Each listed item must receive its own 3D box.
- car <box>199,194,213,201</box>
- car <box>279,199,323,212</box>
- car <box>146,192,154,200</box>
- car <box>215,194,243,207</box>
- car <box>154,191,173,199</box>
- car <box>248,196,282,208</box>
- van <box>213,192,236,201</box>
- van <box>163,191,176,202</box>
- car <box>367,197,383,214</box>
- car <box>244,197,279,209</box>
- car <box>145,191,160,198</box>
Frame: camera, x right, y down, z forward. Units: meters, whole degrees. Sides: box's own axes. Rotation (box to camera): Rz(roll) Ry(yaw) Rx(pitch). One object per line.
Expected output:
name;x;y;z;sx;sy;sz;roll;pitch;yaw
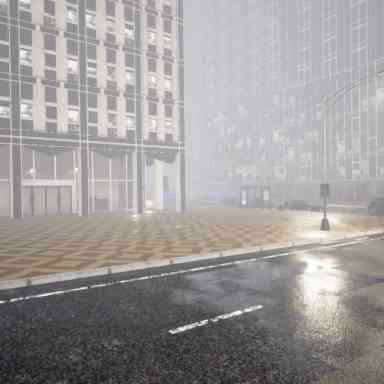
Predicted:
car;2.958;1.041;64.413;1.802;1.307;4.206;-1;1;-34
car;12.038;1.422;36.174;1.947;1.339;4.313;-1;1;-34
car;-10.387;1.038;69.036;2.008;1.369;4.403;0;1;-34
car;5.662;1.318;45.587;1.947;1.339;4.313;-1;1;-34
car;-6.699;0.613;78.462;2.192;1.841;5.009;0;1;-34
car;9.731;1.303;44.323;1.994;1.385;4.181;-1;1;-34
van;6.176;0.853;59.725;1.690;1.788;3.998;-1;1;-34
van;-3.949;0.936;59.666;1.690;1.788;3.998;0;1;-34
car;18.936;1.239;30.918;2.097;1.767;4.553;-1;1;-34
car;8.833;1.386;40.870;1.802;1.307;4.206;-1;1;-34
car;-9.918;0.684;83.148;1.967;1.590;4.097;0;1;-34
